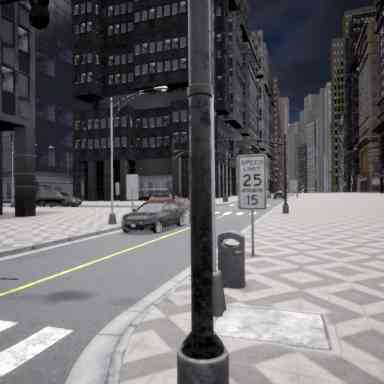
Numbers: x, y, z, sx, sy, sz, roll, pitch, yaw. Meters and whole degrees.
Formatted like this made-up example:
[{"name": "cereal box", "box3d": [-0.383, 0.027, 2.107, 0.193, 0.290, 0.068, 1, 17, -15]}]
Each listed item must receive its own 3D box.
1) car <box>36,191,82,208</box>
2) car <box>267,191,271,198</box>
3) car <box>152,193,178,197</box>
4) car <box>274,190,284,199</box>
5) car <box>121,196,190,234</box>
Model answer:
[{"name": "car", "box3d": [-15.870, 0.871, 39.461, 5.566, 2.045, 2.150, 1, 0, 19]}, {"name": "car", "box3d": [14.783, 0.461, 66.771, 1.837, 1.490, 4.892, -1, 1, 19]}, {"name": "car", "box3d": [-2.204, 0.872, 34.066, 4.553, 1.767, 2.097, 0, 0, 29]}, {"name": "car", "box3d": [16.388, 0.479, 61.851, 1.837, 1.490, 4.892, -1, 1, 19]}, {"name": "car", "box3d": [-1.948, 1.249, 17.967, 1.882, 1.535, 5.008, -1, 1, 19]}]
